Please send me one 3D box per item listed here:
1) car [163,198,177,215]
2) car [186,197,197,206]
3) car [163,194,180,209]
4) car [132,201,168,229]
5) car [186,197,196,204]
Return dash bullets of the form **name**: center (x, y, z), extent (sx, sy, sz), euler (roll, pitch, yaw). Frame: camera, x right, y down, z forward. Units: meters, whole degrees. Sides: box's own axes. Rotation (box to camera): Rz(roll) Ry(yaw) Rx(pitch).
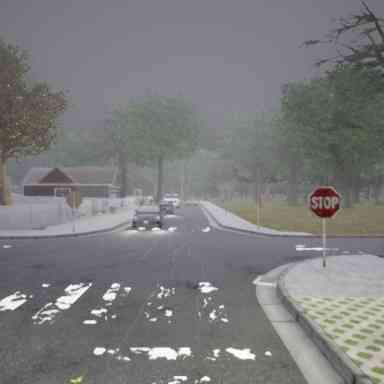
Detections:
- **car**: center (-2.901, 1.618, 34.551), extent (1.994, 1.385, 4.181), euler (0, 0, 0)
- **car**: center (-0.038, 1.760, 58.207), extent (1.895, 1.301, 4.718), euler (0, 0, 0)
- **car**: center (-2.919, 1.331, 47.848), extent (2.150, 2.045, 5.566), euler (0, 0, 0)
- **car**: center (-2.794, 1.545, 22.116), extent (1.812, 1.442, 4.674), euler (0, 0, -1)
- **car**: center (-0.107, 1.773, 68.273), extent (1.994, 1.385, 4.181), euler (0, 0, 0)
